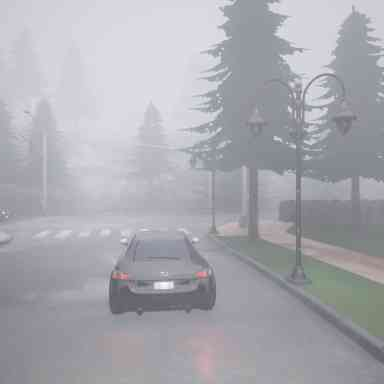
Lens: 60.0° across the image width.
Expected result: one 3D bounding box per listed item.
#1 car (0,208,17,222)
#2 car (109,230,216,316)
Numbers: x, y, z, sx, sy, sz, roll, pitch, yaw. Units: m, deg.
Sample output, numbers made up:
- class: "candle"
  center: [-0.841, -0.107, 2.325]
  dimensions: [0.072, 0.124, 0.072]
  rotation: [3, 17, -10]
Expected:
- class: "car"
  center: [-14.335, 1.348, 21.998]
  dimensions: [4.892, 1.490, 1.837]
  rotation: [0, 0, -12]
- class: "car"
  center: [-0.724, 1.564, 7.670]
  dimensions: [1.994, 1.385, 4.181]
  rotation: [0, 0, -7]
